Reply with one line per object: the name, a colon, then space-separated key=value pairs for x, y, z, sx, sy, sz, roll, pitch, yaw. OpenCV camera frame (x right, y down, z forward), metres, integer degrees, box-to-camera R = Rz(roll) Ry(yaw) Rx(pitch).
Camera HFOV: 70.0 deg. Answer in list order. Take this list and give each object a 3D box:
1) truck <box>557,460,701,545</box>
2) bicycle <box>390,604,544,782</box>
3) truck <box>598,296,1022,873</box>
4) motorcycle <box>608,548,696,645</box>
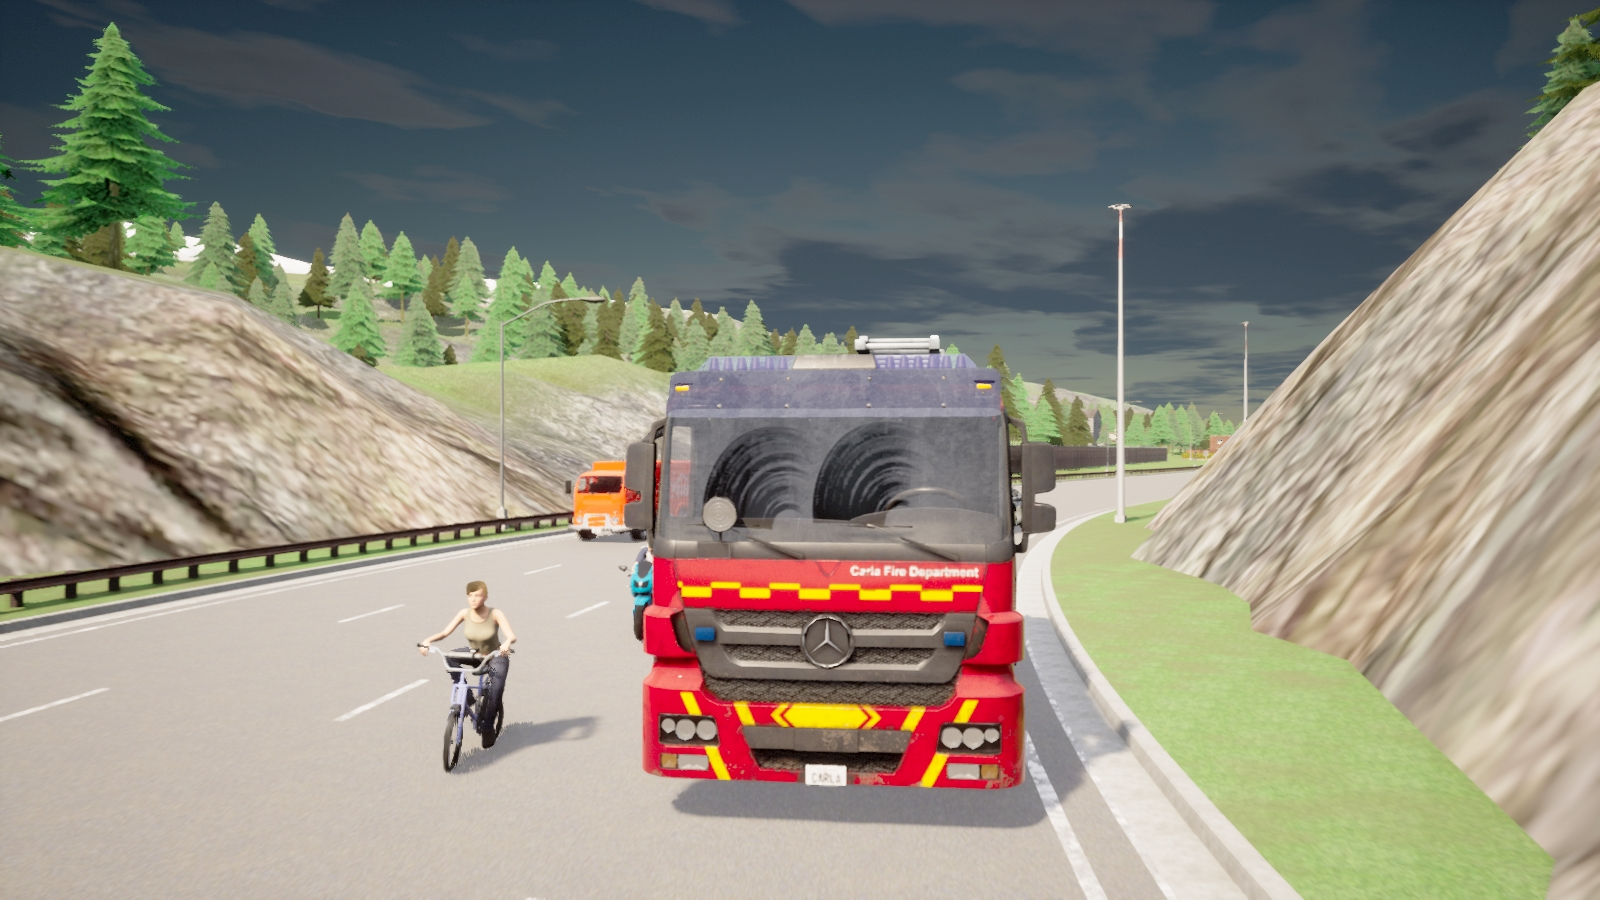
truck: x=-5.341 y=1.570 z=36.537 sx=2.627 sy=2.467 sz=5.204 roll=0 pitch=0 yaw=16
bicycle: x=-2.990 y=2.158 z=10.429 sx=0.859 sy=1.277 sz=1.487 roll=1 pitch=0 yaw=5
truck: x=0.555 y=0.891 z=11.959 sx=2.891 sy=3.827 sz=8.468 roll=0 pitch=0 yaw=7
motorcycle: x=-2.222 y=2.186 z=17.411 sx=0.803 sy=1.199 sz=2.033 roll=0 pitch=0 yaw=8
